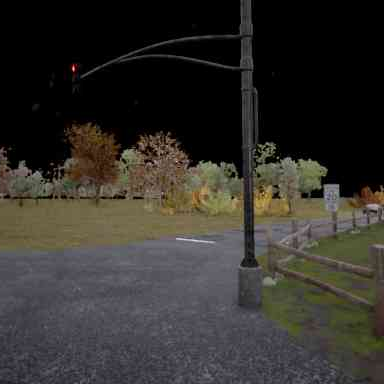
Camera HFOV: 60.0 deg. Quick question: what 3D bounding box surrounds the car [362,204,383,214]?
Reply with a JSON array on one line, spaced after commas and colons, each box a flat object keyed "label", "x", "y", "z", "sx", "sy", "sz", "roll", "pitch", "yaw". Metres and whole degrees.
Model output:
[{"label": "car", "x": 26.087, "y": 2.435, "z": 47.887, "sx": 2.033, "sy": 1.411, "sz": 5.357, "roll": -1, "pitch": -2, "yaw": 40}]
